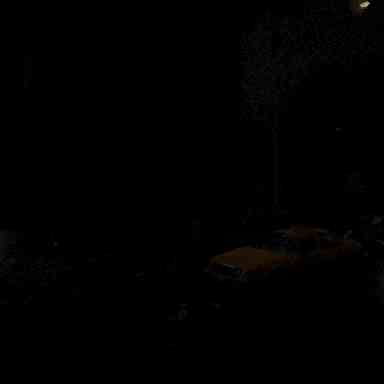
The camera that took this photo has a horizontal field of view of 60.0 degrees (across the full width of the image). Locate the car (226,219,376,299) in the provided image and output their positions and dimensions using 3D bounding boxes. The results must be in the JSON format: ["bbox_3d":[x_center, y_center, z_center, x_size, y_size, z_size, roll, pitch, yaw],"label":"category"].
[{"bbox_3d":[2.513,1.526,8.457,4.829,1.417,1.752,0,0,-36],"label":"car"}]

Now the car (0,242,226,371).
[{"bbox_3d":[-1.769,1.566,5.390,4.313,1.339,1.947,0,0,-36],"label":"car"}]

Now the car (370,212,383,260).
[{"bbox_3d":[7.072,1.441,11.722,4.097,1.590,1.967,0,0,-36],"label":"car"}]
